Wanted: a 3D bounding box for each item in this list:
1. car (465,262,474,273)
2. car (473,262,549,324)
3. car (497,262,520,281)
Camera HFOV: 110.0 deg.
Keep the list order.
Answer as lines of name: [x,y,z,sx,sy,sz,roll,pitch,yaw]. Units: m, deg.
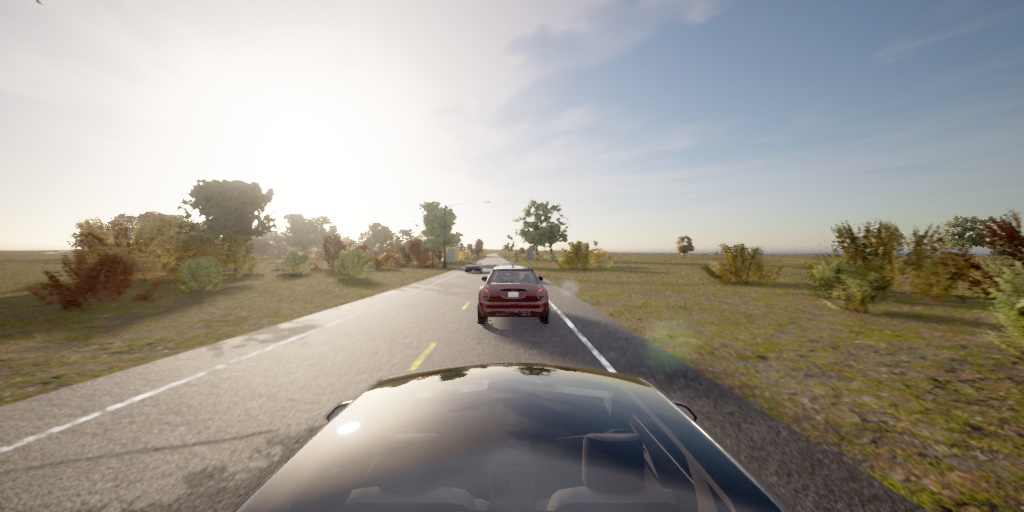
car: [-4.383,1.322,41.979,1.895,1.301,4.718,0,0,-2]
car: [0.019,1.100,12.188,2.097,1.767,4.553,0,0,-1]
car: [-0.379,1.260,30.610,1.812,1.442,4.674,0,0,-2]
